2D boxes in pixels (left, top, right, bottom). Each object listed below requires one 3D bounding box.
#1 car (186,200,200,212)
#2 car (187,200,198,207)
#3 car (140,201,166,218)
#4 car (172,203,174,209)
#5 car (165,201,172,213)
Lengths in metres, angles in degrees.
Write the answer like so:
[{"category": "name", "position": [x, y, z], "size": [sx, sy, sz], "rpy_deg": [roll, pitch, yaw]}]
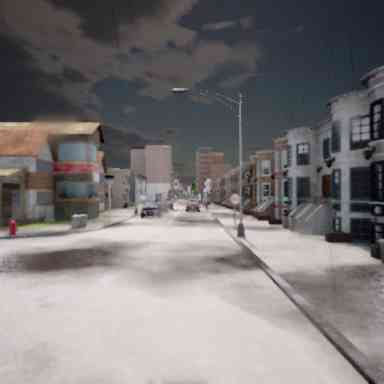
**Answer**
[{"category": "car", "position": [0.125, 2.049, 48.277], "size": [1.812, 1.442, 4.674], "rpy_deg": [0, -1, 0]}, {"category": "car", "position": [0.070, 2.306, 68.178], "size": [2.033, 1.411, 5.357], "rpy_deg": [0, 0, 0]}, {"category": "car", "position": [-4.087, 1.937, 34.361], "size": [1.994, 1.385, 4.181], "rpy_deg": [0, -1, 0]}, {"category": "car", "position": [-4.030, 2.141, 54.755], "size": [2.033, 1.411, 5.357], "rpy_deg": [0, -1, 1]}, {"category": "car", "position": [-4.071, 1.985, 44.306], "size": [1.837, 1.490, 4.892], "rpy_deg": [0, -1, 0]}]
